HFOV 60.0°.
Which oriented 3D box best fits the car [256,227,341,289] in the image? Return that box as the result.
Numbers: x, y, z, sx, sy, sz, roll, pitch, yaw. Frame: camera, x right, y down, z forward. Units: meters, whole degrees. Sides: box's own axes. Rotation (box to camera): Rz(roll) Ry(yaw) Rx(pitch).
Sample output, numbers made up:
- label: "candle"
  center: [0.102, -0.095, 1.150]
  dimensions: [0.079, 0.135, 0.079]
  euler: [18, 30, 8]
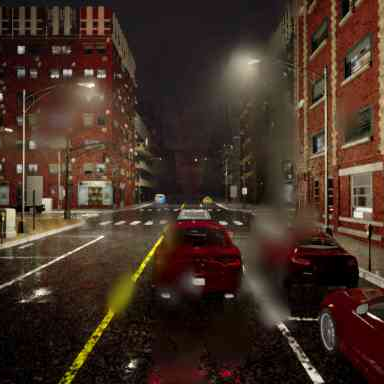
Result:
- label: "car"
  center: [2.842, 1.584, 8.834]
  dimensions: [1.802, 1.307, 4.206]
  euler: [1, 0, 0]

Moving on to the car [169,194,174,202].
- label: "car"
  center: [-5.633, 1.607, 75.088]
  dimensions: [1.802, 1.307, 4.206]
  euler: [1, 0, 0]

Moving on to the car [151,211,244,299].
- label: "car"
  center: [0.103, 1.480, 8.514]
  dimensions: [1.882, 1.535, 5.008]
  euler: [0, 0, 0]

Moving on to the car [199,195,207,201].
- label: "car"
  center: [2.754, 1.597, 86.349]
  dimensions: [1.947, 1.339, 4.313]
  euler: [1, 0, 0]

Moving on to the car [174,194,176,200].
- label: "car"
  center: [-5.629, 1.553, 80.571]
  dimensions: [1.752, 1.417, 4.829]
  euler: [1, 0, 0]

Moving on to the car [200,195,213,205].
- label: "car"
  center: [2.737, 1.543, 58.258]
  dimensions: [1.752, 1.417, 4.829]
  euler: [1, 0, 0]

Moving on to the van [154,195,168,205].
- label: "van"
  center: [-5.640, 1.359, 58.132]
  dimensions: [1.690, 1.788, 3.998]
  euler: [1, 0, 0]

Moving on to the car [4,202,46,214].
- label: "car"
  center: [-18.688, 1.729, 37.230]
  dimensions: [4.313, 1.339, 1.947]
  euler: [0, -1, 0]

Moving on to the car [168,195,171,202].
- label: "car"
  center: [-5.640, 1.602, 63.784]
  dimensions: [1.802, 1.307, 4.206]
  euler: [1, 0, 0]

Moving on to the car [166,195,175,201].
- label: "car"
  center: [-5.626, 1.582, 86.393]
  dimensions: [2.008, 1.369, 4.403]
  euler: [1, 0, 0]

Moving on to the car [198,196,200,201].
- label: "car"
  center: [2.751, 1.572, 80.698]
  dimensions: [1.887, 1.381, 4.507]
  euler: [1, 0, 0]

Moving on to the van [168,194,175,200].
- label: "van"
  center: [-5.619, 1.375, 92.046]
  dimensions: [1.690, 1.788, 3.998]
  euler: [1, 0, 0]

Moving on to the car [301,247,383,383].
- label: "car"
  center: [2.669, 1.583, 3.178]
  dimensions: [1.802, 1.307, 4.206]
  euler: [1, 0, 0]
